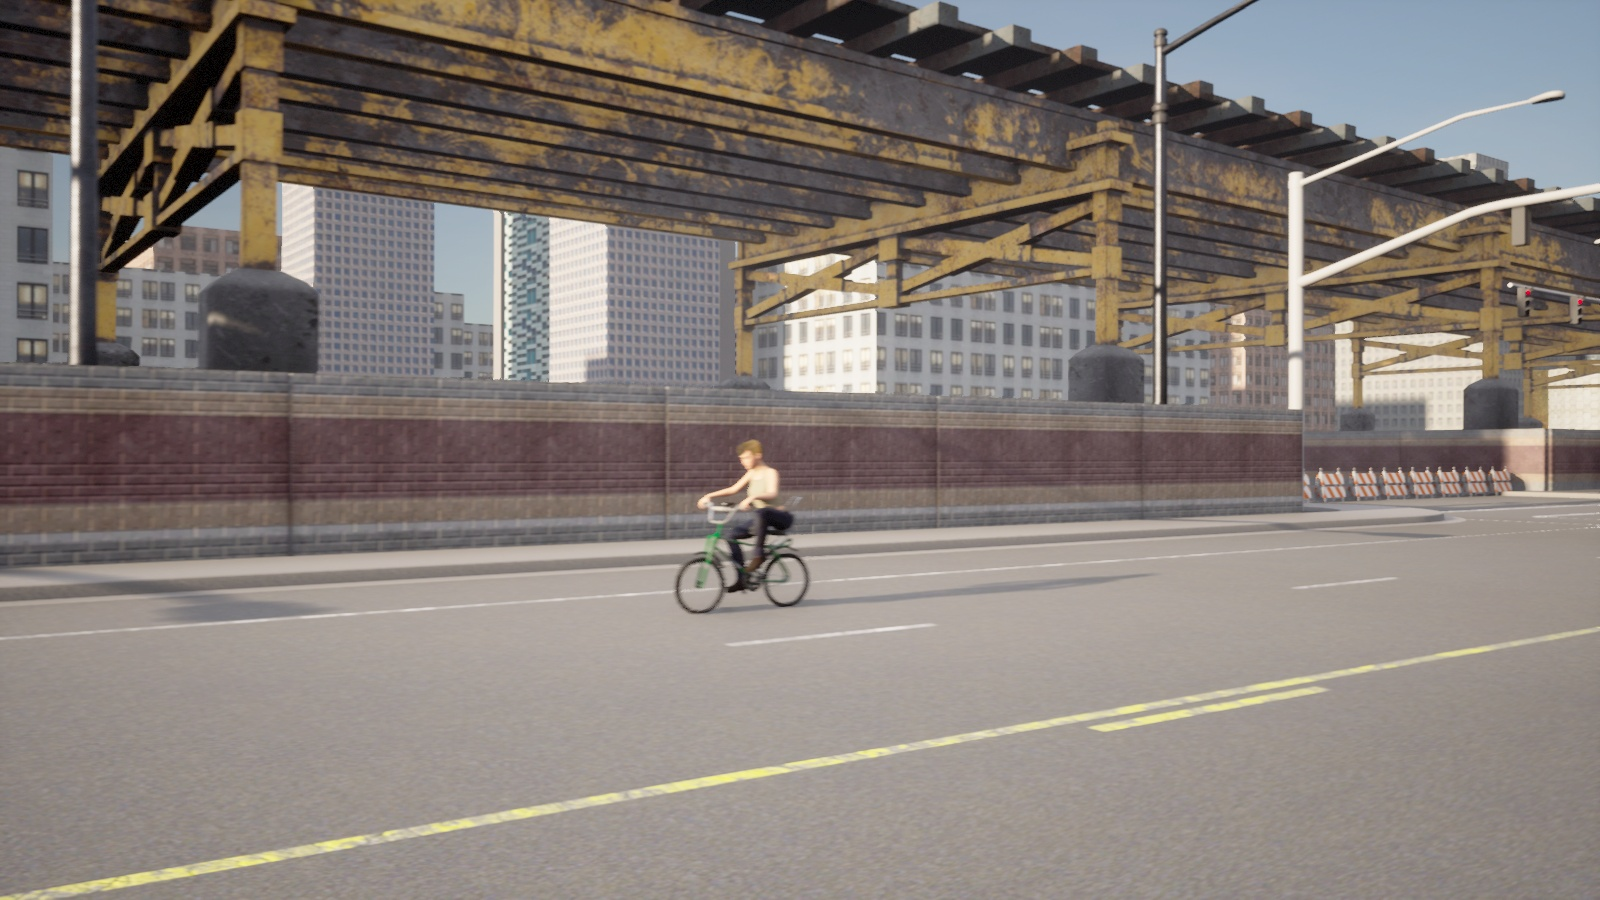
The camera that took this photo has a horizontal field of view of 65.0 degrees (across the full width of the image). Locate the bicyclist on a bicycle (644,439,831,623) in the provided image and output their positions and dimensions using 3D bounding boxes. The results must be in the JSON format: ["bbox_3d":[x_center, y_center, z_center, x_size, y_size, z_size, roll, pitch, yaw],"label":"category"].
[{"bbox_3d":[-0.581,0.712,11.779,1.509,1.612,0.866,0,0,-35],"label":"bicyclist on a bicycle"}]
